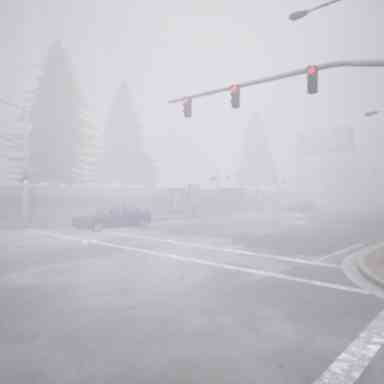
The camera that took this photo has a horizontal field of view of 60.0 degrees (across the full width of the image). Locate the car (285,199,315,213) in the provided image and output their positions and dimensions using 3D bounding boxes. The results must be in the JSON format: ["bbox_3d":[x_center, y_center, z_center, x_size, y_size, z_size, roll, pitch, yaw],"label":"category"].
[{"bbox_3d":[12.794,1.629,39.327,1.882,1.535,5.008,1,0,42],"label":"car"}]

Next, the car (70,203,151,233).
[{"bbox_3d":[-4.684,1.453,19.751,1.882,1.535,5.008,1,0,42],"label":"car"}]
